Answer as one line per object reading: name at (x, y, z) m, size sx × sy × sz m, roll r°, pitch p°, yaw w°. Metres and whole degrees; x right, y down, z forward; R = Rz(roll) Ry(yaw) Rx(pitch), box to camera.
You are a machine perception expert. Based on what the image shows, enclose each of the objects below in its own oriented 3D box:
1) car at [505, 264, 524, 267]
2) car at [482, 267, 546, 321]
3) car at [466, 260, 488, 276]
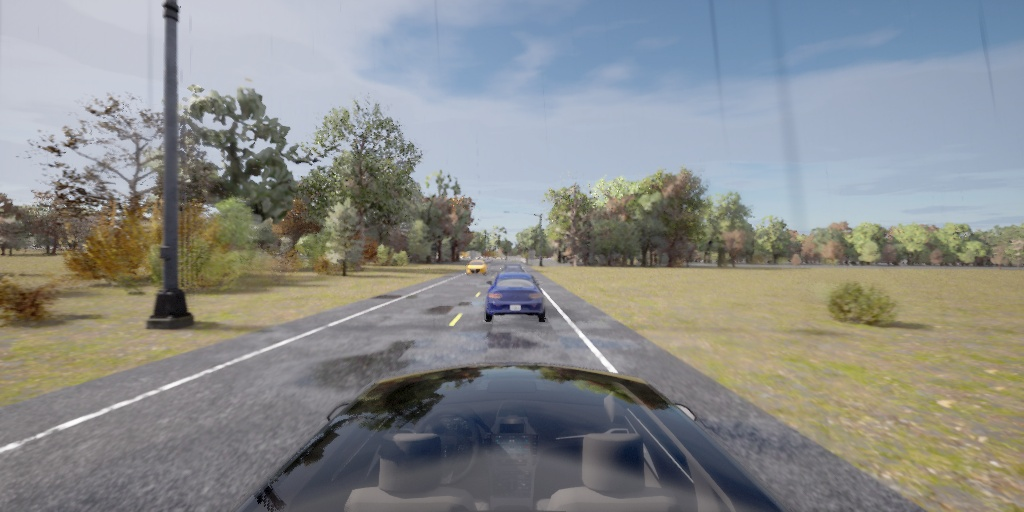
car at (0.099, 1.303, 28.110) m, size 1.994 × 1.385 × 4.181 m, roll 0°, pitch 0°, yaw 0°
car at (0.098, 1.272, 12.258) m, size 1.812 × 1.442 × 4.674 m, roll 0°, pitch 0°, yaw 0°
car at (-3.593, 1.218, 37.509) m, size 1.882 × 1.535 × 5.008 m, roll 0°, pitch 0°, yaw 0°
